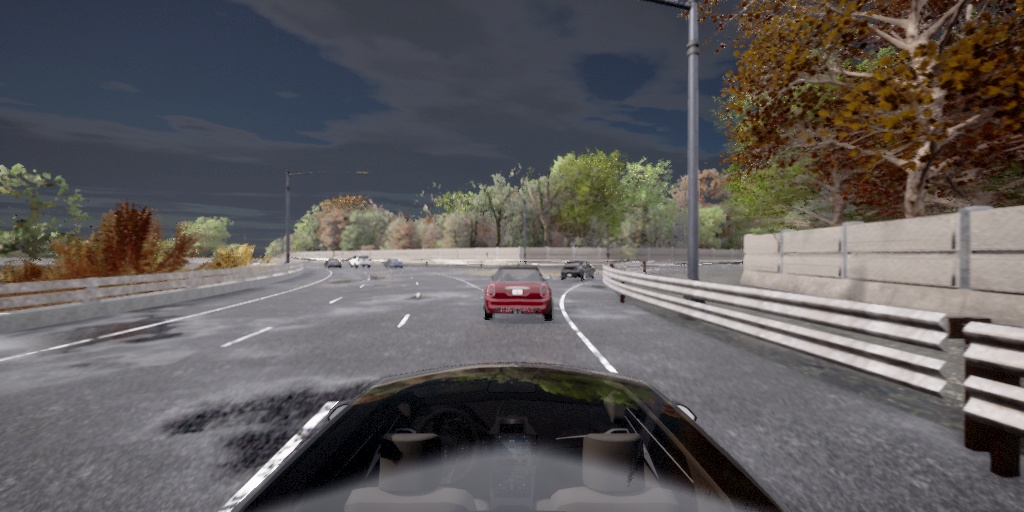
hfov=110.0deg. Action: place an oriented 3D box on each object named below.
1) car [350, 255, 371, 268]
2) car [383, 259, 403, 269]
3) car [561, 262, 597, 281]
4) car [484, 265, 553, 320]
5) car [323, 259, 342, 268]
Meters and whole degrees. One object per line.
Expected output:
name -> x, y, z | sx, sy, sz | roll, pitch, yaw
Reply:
car -> -23.913, 0.854, 56.428 | 2.150, 2.045, 5.566 | 0, -1, -36
car -> -17.864, 1.194, 53.717 | 2.033, 1.411, 5.357 | 0, 0, -33
car -> 5.519, 1.198, 29.389 | 1.837, 1.490, 4.892 | -1, 0, 28
car -> 0.307, 1.079, 12.640 | 2.097, 1.767, 4.553 | 0, 0, 4
car -> -28.092, 1.206, 56.128 | 1.994, 1.385, 4.181 | 0, 0, -37
